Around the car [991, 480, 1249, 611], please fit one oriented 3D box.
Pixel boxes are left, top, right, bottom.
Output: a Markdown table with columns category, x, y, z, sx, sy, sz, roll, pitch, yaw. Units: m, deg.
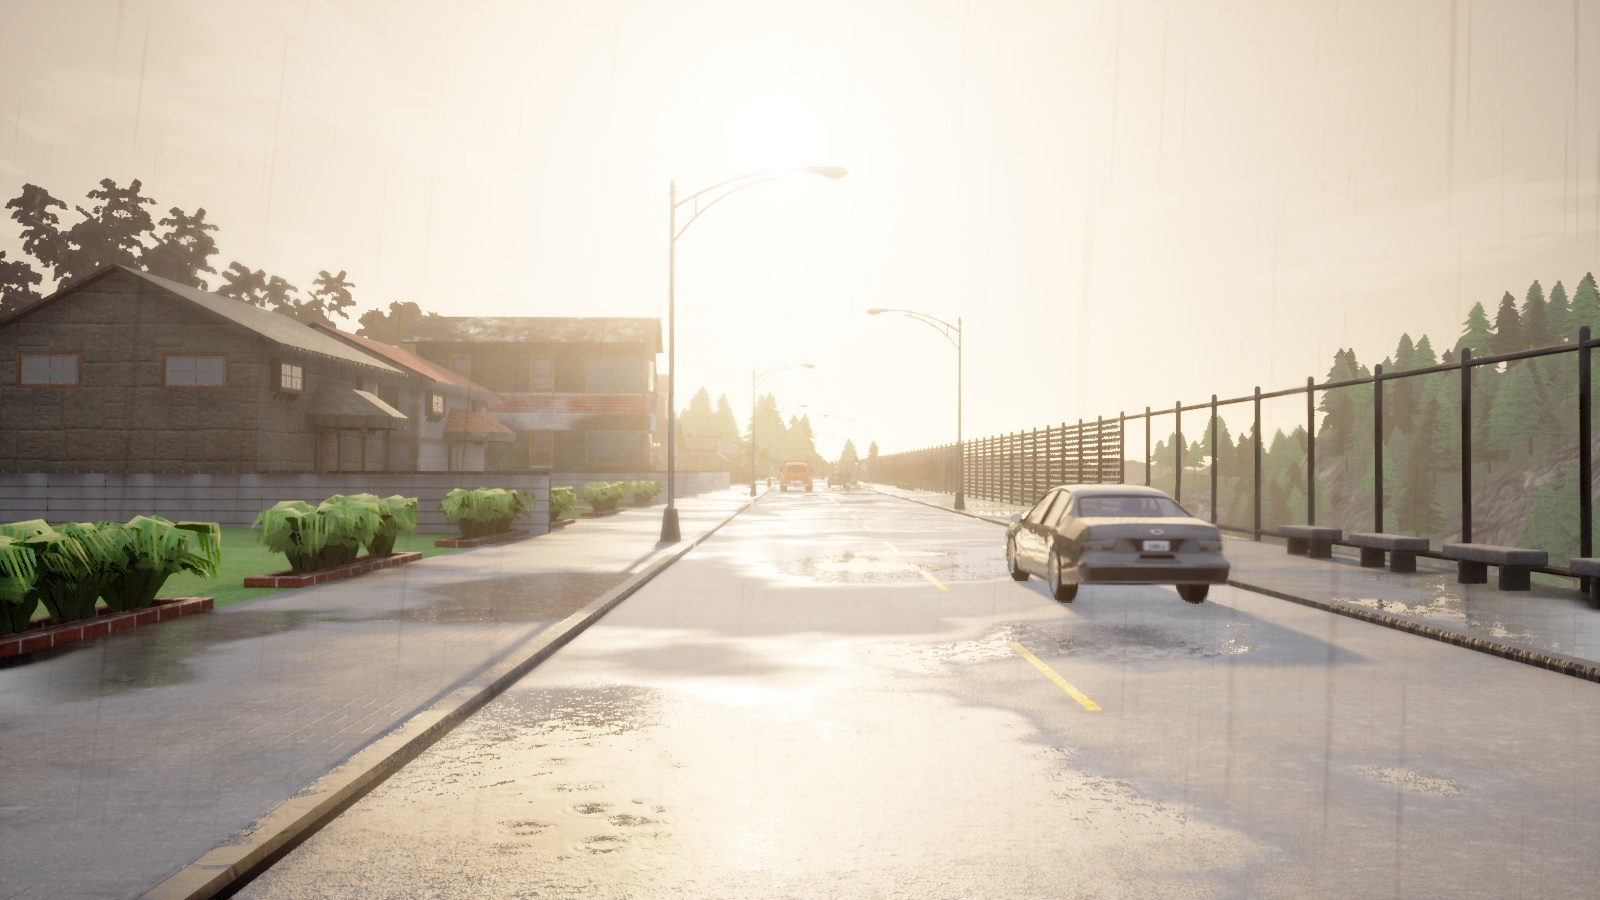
| category | x | y | z | sx | sy | sz | roll | pitch | yaw |
| --- | --- | --- | --- | --- | --- | --- | --- | --- | --- |
| car | 3.957 | 1.125 | 16.618 | 2.033 | 1.411 | 5.357 | 0 | -1 | 0 |

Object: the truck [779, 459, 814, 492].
| category | x | y | z | sx | sy | sz | roll | pitch | yaw |
| --- | --- | --- | --- | --- | --- | --- | --- | --- | --- |
| truck | -0.268 | 1.952 | 96.894 | 2.627 | 2.467 | 5.204 | 0 | -1 | 0 |
